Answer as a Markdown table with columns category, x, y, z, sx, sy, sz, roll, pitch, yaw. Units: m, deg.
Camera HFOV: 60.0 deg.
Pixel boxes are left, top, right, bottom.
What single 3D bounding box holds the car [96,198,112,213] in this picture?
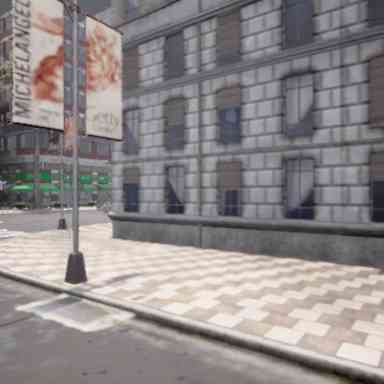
| category | x | y | z | sx | sy | sz | roll | pitch | yaw |
| --- | --- | --- | --- | --- | --- | --- | --- | --- | --- |
| car | -8.440 | 1.530 | 39.057 | 2.097 | 1.767 | 4.553 | 0 | 0 | 37 |

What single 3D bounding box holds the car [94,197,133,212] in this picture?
| category | x | y | z | sx | sy | sz | roll | pitch | yaw |
| --- | --- | --- | --- | --- | --- | --- | --- | --- | --- |
| car | -10.035 | 1.549 | 42.758 | 2.097 | 1.767 | 4.553 | 0 | 0 | 37 |
